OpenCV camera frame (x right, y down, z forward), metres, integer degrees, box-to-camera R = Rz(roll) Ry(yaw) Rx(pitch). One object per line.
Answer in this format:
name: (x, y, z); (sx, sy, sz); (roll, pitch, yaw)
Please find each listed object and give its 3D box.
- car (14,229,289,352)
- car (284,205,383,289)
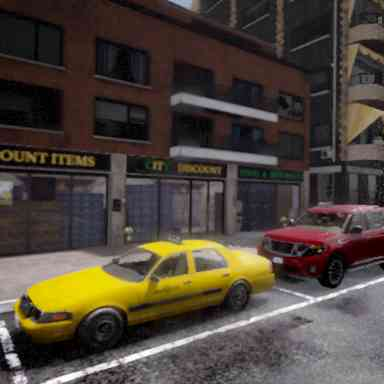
car: (-0.538, 1.532, 6.161); (4.829, 1.417, 1.752); (0, 1, -35)
car: (4.138, 1.334, 9.492); (5.009, 1.841, 2.192); (0, 1, -35)
